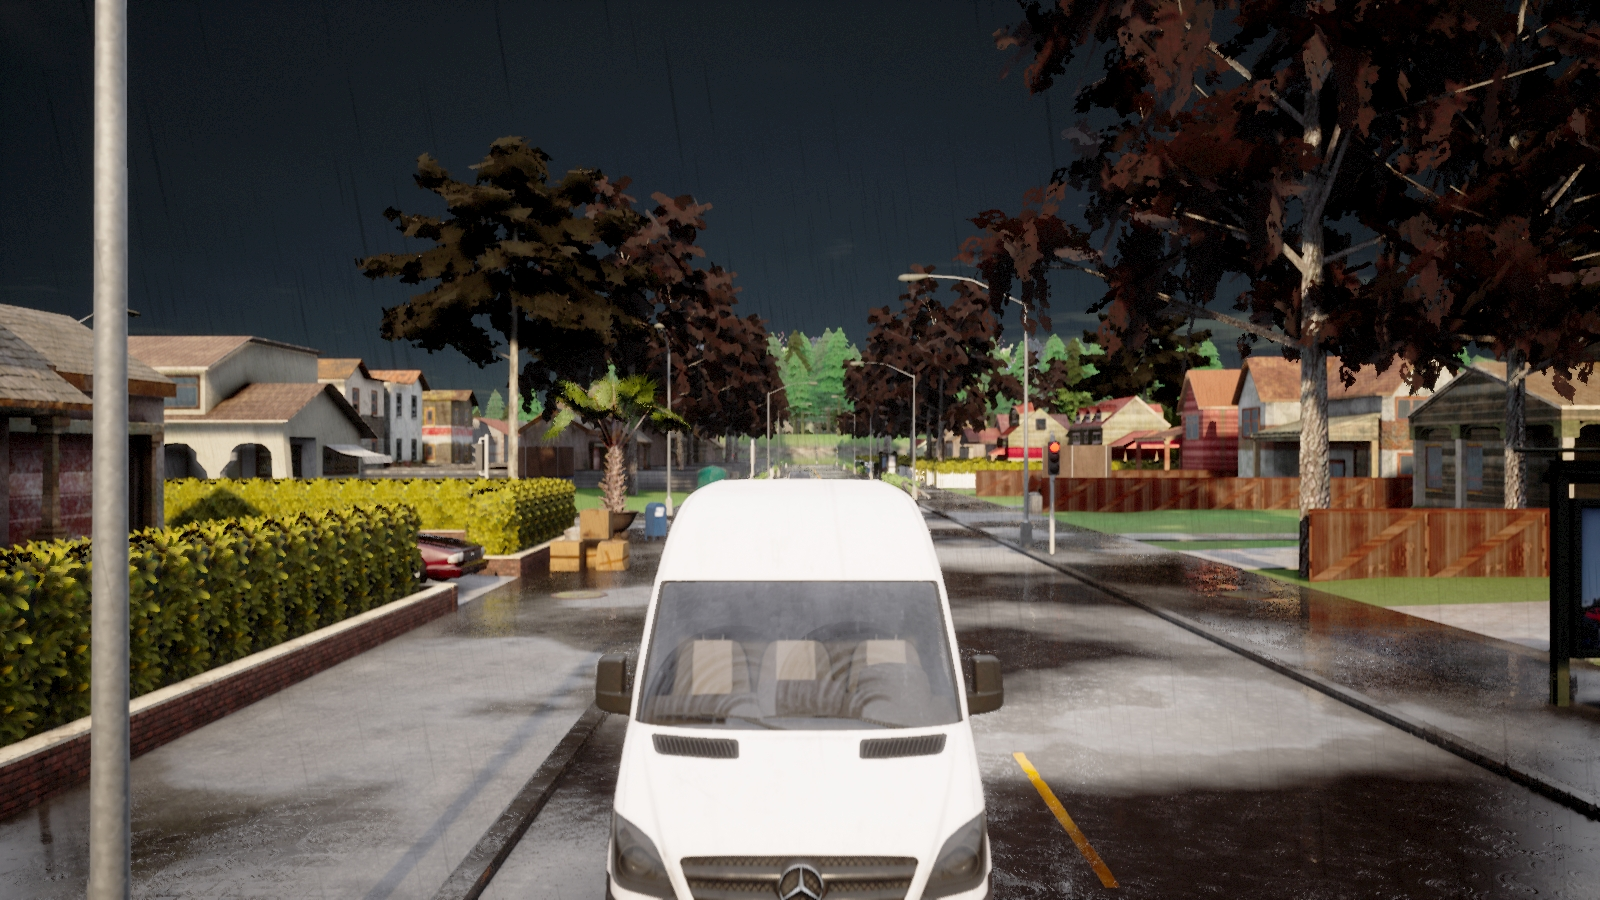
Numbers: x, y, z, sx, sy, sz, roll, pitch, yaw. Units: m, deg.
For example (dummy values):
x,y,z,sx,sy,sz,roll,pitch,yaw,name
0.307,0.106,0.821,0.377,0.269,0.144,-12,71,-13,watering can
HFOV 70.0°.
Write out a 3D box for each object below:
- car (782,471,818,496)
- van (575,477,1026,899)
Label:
x,y,z,sx,sy,sz,roll,pitch,yaw,name
-0.006,2.100,73.374,2.231,1.480,4.892,0,0,0,car
0.002,1.540,8.002,1.988,2.561,5.915,0,0,0,van
